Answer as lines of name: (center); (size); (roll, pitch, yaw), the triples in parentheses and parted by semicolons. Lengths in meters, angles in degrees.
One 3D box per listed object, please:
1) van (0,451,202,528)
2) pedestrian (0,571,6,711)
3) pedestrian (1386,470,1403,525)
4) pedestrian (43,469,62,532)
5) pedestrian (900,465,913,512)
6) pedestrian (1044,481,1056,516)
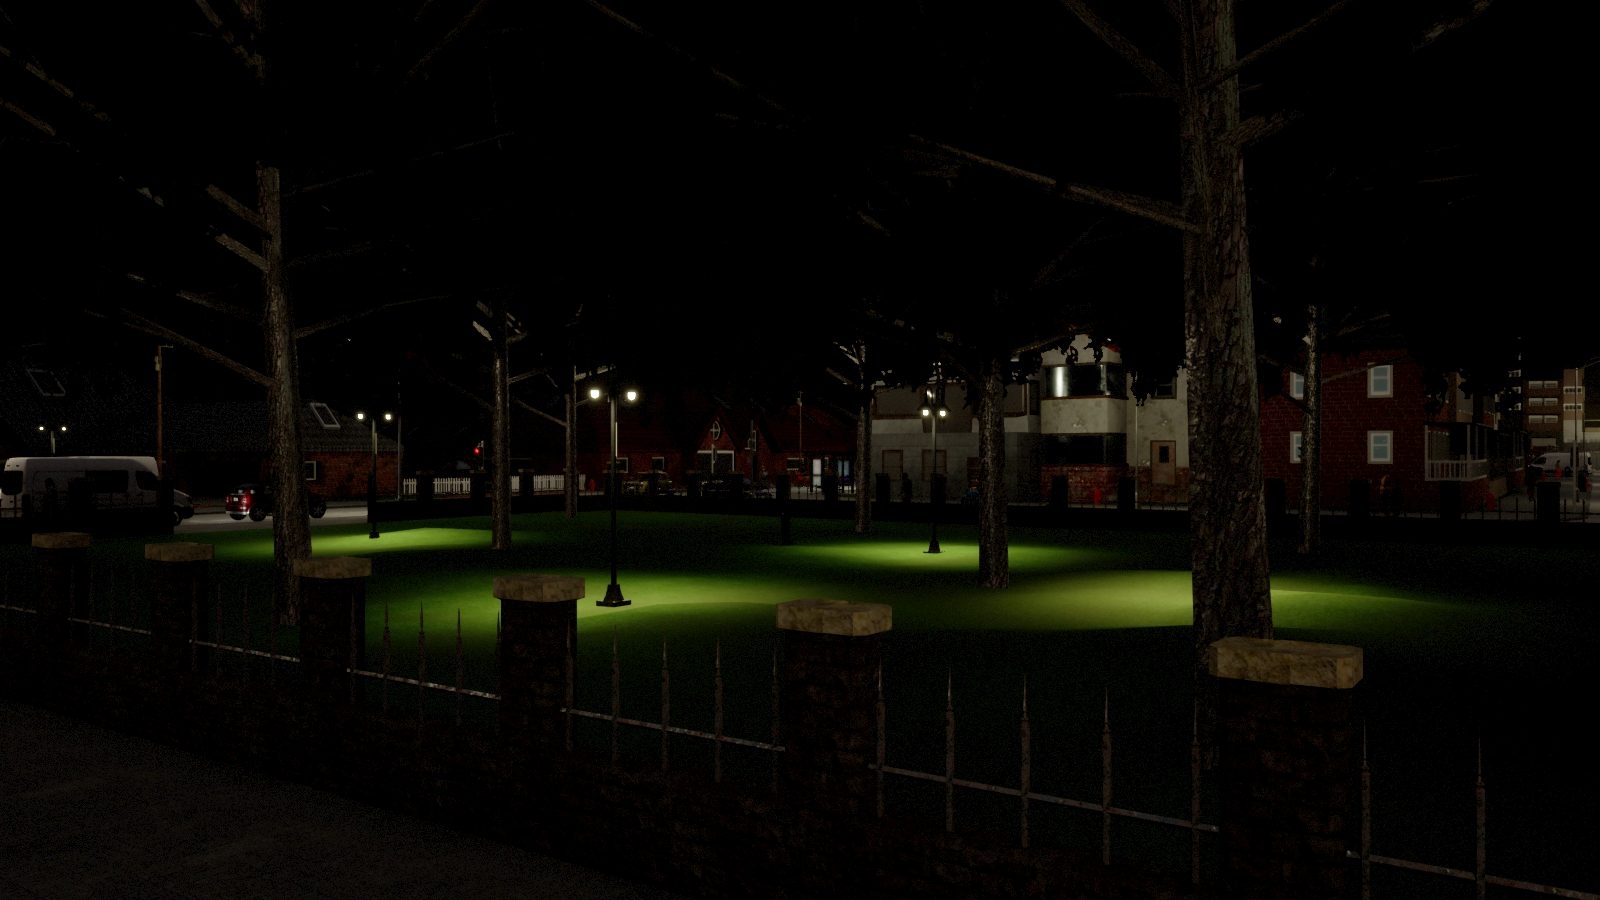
van: (-24.847, 1.314, 40.778); (1.988, 2.561, 5.915); (0, 0, 36)
pedestrian: (-7.770, 1.805, 10.747); (0.375, 1.300, 0.375); (0, 0, 32)
pedestrian: (20.445, 1.628, 39.289); (0.375, 1.860, 0.375); (0, 0, -23)
pedestrian: (-22.664, 1.525, 34.636); (0.375, 1.860, 0.375); (0, 0, 39)
pedestrian: (4.232, 1.524, 45.238); (0.375, 1.860, 0.375); (0, 0, 35)
pedestrian: (9.351, 1.804, 42.712); (0.375, 1.300, 0.375); (0, 0, 28)
